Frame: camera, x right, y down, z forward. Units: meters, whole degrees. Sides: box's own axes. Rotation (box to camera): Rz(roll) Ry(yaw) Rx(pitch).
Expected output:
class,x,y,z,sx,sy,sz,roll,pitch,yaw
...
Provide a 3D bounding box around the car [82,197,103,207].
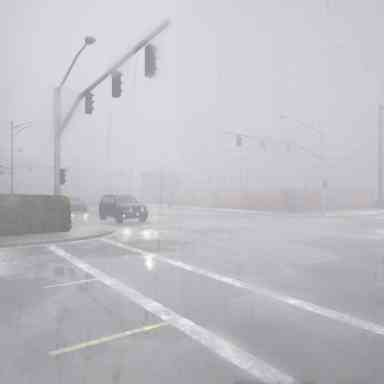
class,x,y,z,sx,sy,sz,roll,pitch,yaw
car,-15.991,1.564,53.304,1.994,1.385,4.181,0,0,-35

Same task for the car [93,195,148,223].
class,x,y,z,sx,sy,sz,roll,pitch,yaw
car,-5.449,1.221,25.776,2.150,2.045,5.566,0,0,-35

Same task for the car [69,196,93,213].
class,x,y,z,sx,sy,sz,roll,pitch,yaw
car,-12.934,1.352,36.448,2.097,1.767,4.553,0,0,-35
